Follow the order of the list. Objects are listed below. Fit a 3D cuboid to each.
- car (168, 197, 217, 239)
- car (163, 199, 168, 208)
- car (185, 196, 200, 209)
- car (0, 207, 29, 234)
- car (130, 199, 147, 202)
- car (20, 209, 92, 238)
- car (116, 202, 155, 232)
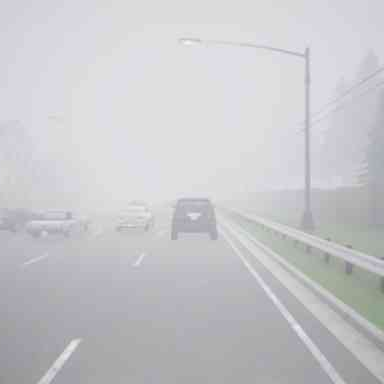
[{"bbox_3d":[0.093,1.267,17.696,2.150,2.045,5.566,0,0,0],"label":"car"},{"bbox_3d":[-3.422,1.729,51.488,1.895,1.301,4.718,0,0,0],"label":"car"},{"bbox_3d":[0.079,1.475,49.389,2.097,1.767,4.553,0,0,0],"label":"car"},{"bbox_3d":[-10.407,1.595,19.488,2.033,1.411,5.357,0,0,0],"label":"car"},{"bbox_3d":[-6.918,1.583,42.815,1.882,1.535,5.008,0,0,0],"label":"car"},{"bbox_3d":[-6.908,1.644,17.806,1.895,1.301,4.718,0,0,0],"label":"car"},{"bbox_3d":[-3.407,1.576,20.529,1.812,1.442,4.674,0,0,0],"label":"car"}]
